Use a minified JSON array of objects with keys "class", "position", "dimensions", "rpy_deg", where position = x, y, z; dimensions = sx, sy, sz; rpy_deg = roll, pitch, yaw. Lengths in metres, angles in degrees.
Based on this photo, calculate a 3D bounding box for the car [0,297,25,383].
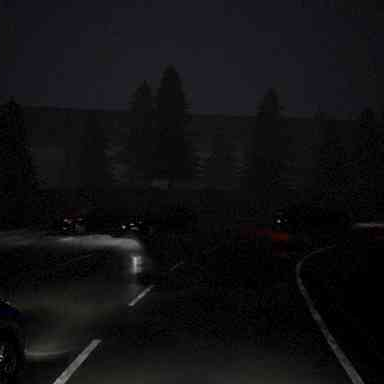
[{"class":"car","position":[-3.124,1.349,2.175],"dimensions":[2.097,1.767,4.553],"rpy_deg":[0,0,2]}]

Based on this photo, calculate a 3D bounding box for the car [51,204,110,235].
[{"class":"car","position":[-5.604,1.465,19.223],"dimensions":[1.882,1.535,5.008],"rpy_deg":[-1,0,38]}]

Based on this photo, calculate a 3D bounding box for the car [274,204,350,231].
[{"class":"car","position":[7.362,1.478,20.313],"dimensions":[4.902,1.511,2.128],"rpy_deg":[0,0,-21]}]

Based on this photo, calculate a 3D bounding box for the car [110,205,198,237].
[{"class":"car","position":[-1.744,1.493,18.260],"dimensions":[1.837,1.490,4.892],"rpy_deg":[-2,-1,43]}]
